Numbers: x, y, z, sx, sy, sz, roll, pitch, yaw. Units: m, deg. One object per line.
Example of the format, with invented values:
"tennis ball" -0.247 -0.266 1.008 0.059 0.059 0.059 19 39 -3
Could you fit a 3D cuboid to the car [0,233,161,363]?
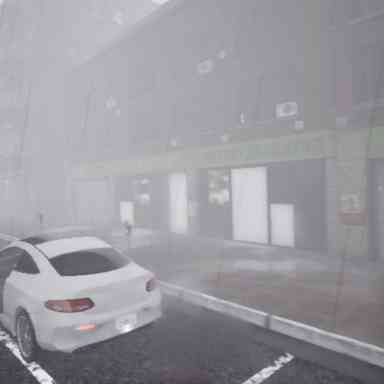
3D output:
"car" -2.437 1.464 5.835 1.812 1.442 4.674 -2 1 -44
